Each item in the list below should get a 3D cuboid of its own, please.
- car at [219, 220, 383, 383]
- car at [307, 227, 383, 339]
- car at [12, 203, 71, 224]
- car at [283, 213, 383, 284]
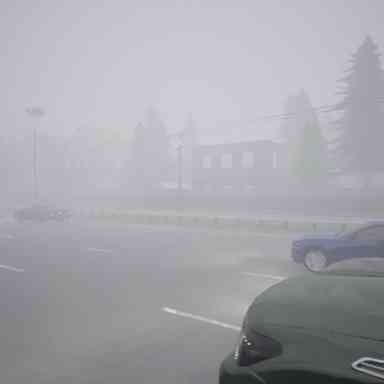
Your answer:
[{"bbox_3d":[2.887,1.221,1.932,5.566,2.045,2.150,0,0,36],"label":"car"},{"bbox_3d":[4.506,1.505,5.077,4.892,1.490,1.837,0,0,36],"label":"car"},{"bbox_3d":[-11.372,1.560,25.014,5.357,1.411,2.033,0,0,36],"label":"car"},{"bbox_3d":[5.213,1.478,8.873,5.008,1.535,1.882,0,0,36],"label":"car"}]
